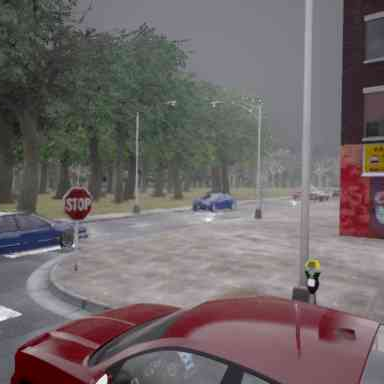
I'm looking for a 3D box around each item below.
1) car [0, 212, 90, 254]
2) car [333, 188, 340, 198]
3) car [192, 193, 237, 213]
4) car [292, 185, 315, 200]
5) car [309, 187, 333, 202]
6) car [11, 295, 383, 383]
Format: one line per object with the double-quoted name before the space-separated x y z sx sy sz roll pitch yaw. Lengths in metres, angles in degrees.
"car" -6.186 1.388 11.336 2.033 1.411 5.357 1 2 35
"car" 24.156 0.170 53.959 1.837 1.490 4.892 1 2 35
"car" 1.956 0.848 27.859 1.882 1.535 5.008 1 2 35
"car" 16.224 0.040 47.731 2.150 2.045 5.566 1 2 36
"car" 16.371 0.483 43.026 1.812 1.442 4.674 1 2 35
"car" 0.363 1.543 2.534 4.507 1.381 1.887 0 1 35
